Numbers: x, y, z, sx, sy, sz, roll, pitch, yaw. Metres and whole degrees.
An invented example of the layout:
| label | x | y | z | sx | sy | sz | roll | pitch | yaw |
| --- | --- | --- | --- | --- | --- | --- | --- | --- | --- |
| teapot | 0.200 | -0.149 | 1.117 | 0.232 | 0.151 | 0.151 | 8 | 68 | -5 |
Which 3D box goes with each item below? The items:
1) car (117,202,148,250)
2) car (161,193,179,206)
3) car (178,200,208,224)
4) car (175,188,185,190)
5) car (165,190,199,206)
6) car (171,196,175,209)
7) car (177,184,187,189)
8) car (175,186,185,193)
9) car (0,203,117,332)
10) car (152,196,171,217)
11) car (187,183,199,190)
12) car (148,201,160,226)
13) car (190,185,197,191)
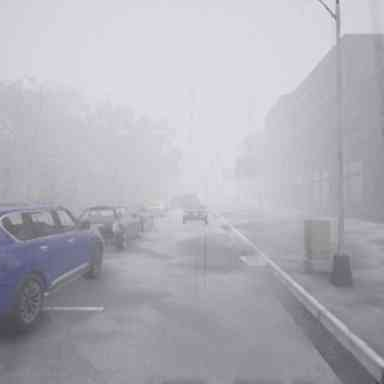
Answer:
| label | x | y | z | sx | sy | sz | roll | pitch | yaw |
| --- | --- | --- | --- | --- | --- | --- | --- | --- | --- |
| car | -3.575 | 1.372 | 14.680 | 2.185 | 1.767 | 4.553 | 0 | 0 | 3 |
| car | -3.352 | 1.121 | 50.925 | 2.185 | 1.767 | 4.553 | 2 | 2 | 2 |
| car | 0.235 | 1.557 | 25.166 | 2.033 | 1.411 | 5.357 | 0 | 0 | 0 |
| car | -3.267 | 0.607 | 67.678 | 2.231 | 1.521 | 4.892 | 1 | 3 | 2 |
| car | -1.122 | 1.158 | 42.520 | 2.150 | 2.045 | 5.566 | 1 | 0 | -27 |
| car | -3.448 | 1.507 | 37.669 | 2.002 | 1.452 | 4.674 | 0 | 0 | 3 |
| car | -3.197 | -0.496 | 84.350 | 2.185 | 1.767 | 4.553 | 0 | 3 | 3 |
| car | -3.165 | -0.711 | 89.943 | 2.231 | 1.521 | 4.892 | 0 | 3 | 3 |
| car | -3.614 | 1.236 | 7.027 | 2.435 | 2.045 | 5.566 | 0 | 0 | 3 |
| car | -3.474 | 1.482 | 31.532 | 1.946 | 1.575 | 5.366 | 0 | 1 | 3 |
| car | 0.430 | -0.481 | 79.227 | 2.150 | 2.045 | 5.566 | 0 | 4 | 0 |
| car | -3.554 | 1.552 | 20.285 | 2.163 | 1.488 | 4.792 | -1 | 0 | 3 |
| car | 0.512 | -1.126 | 94.255 | 1.837 | 1.490 | 4.892 | 0 | 4 | 0 |
